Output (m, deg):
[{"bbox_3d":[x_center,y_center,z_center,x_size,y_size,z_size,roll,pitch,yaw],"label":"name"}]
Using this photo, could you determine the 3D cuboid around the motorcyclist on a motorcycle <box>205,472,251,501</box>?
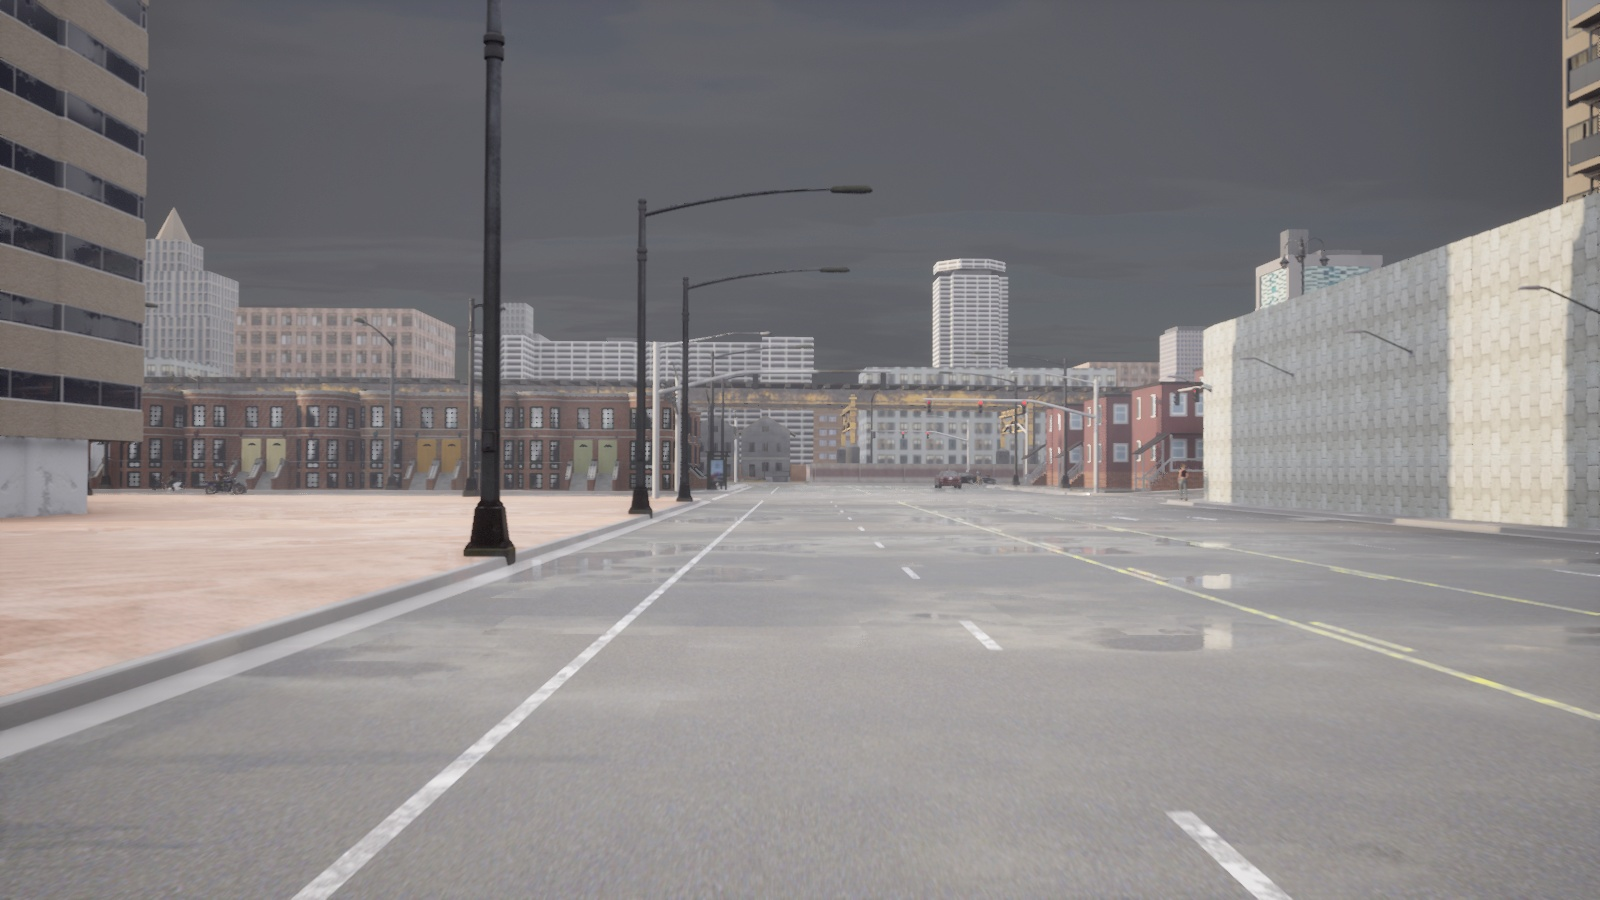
[{"bbox_3d":[-33.395,2.126,73.332,2.350,1.649,0.766,0,-1,0],"label":"motorcyclist on a motorcycle"}]

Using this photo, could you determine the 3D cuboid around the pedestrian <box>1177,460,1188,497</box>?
[{"bbox_3d":[19.175,1.443,62.940,0.345,1.836,0.594,0,-1,0],"label":"pedestrian"}]
